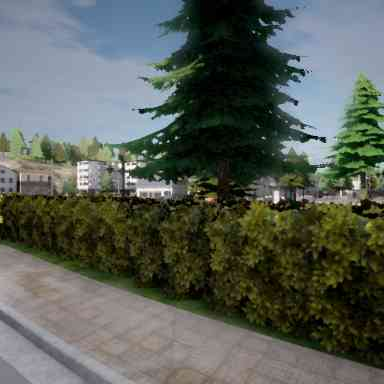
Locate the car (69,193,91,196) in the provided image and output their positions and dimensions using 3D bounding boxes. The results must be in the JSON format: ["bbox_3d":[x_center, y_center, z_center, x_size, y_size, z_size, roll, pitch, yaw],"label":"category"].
[{"bbox_3d":[-26.512,1.153,81.228,5.027,1.636,2.152,0,0,-45],"label":"car"}]

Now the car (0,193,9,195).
[{"bbox_3d":[-23.119,1.330,40.911,5.027,1.636,2.152,0,0,-45],"label":"car"}]

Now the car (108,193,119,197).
[{"bbox_3d":[-15.223,1.097,70.309,4.605,1.855,1.932,0,0,-45],"label":"car"}]

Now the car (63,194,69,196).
[{"bbox_3d":[-31.237,1.232,85.583,3.806,1.475,1.970,0,0,-45],"label":"car"}]

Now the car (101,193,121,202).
[{"bbox_3d":[-17.552,1.077,72.095,3.866,1.878,1.905,0,0,-45],"label":"car"}]

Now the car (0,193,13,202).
[{"bbox_3d":[-41.120,1.097,71.295,4.605,1.855,1.932,0,0,-45],"label":"car"}]

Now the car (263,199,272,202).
[{"bbox_3d":[9.908,1.478,44.336,5.008,1.535,1.882,0,0,-45],"label":"car"}]

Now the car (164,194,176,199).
[{"bbox_3d":[-2.224,1.221,37.422,5.566,2.045,2.150,0,0,-45],"label":"car"}]

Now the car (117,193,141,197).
[{"bbox_3d":[-9.692,1.384,53.878,3.806,1.475,1.970,0,0,-45],"label":"car"}]
